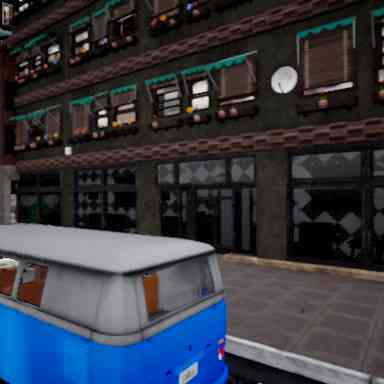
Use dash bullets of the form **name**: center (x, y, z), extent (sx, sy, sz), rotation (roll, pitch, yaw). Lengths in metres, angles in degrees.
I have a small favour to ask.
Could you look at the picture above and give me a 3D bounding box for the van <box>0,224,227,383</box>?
- **van**: center (-1.539, 1.355, 3.979), extent (3.998, 1.788, 1.690), rotation (0, 0, 35)
